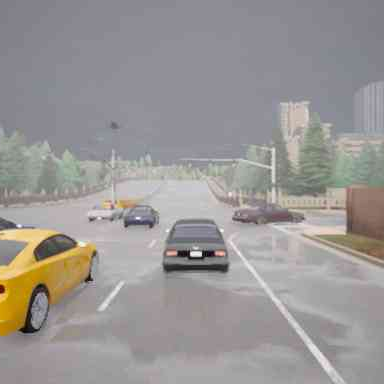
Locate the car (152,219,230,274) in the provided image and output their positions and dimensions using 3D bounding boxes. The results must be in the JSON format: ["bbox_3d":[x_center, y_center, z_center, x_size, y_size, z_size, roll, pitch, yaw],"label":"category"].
[{"bbox_3d":[0.098,1.573,10.661,2.033,1.411,5.357,0,0,0],"label":"car"}]

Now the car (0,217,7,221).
[{"bbox_3d":[-6.902,1.503,10.843,1.882,1.535,5.008,0,0,0],"label":"car"}]

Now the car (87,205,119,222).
[{"bbox_3d":[-6.898,1.664,26.915,1.895,1.301,4.718,0,0,0],"label":"car"}]

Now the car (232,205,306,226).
[{"bbox_3d":[5.547,1.604,23.814,5.357,1.411,2.033,0,0,-24],"label":"car"}]

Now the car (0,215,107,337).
[{"bbox_3d":[-3.398,1.493,6.805,1.882,1.535,5.008,0,0,0],"label":"car"}]

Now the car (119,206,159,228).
[{"bbox_3d":[-3.399,1.618,22.931,1.994,1.385,4.181,0,0,0],"label":"car"}]
